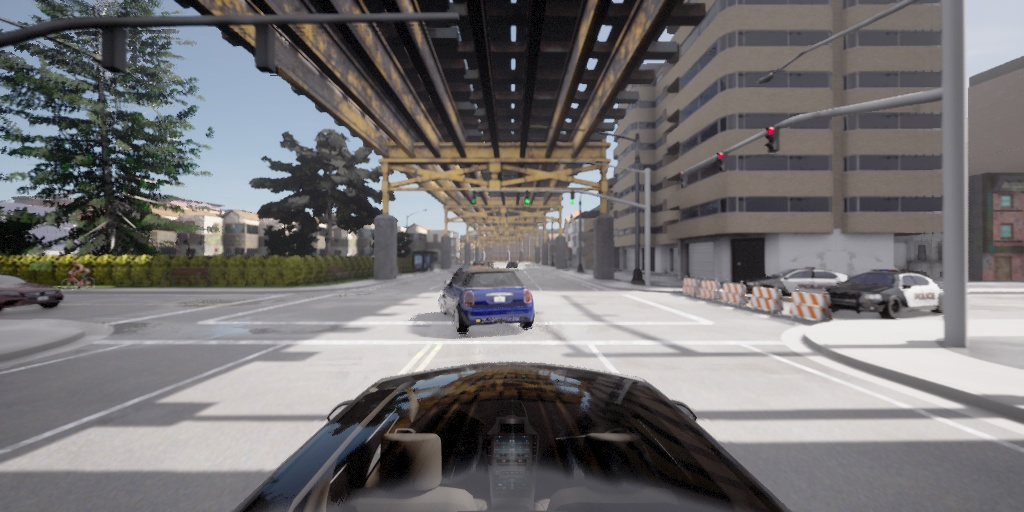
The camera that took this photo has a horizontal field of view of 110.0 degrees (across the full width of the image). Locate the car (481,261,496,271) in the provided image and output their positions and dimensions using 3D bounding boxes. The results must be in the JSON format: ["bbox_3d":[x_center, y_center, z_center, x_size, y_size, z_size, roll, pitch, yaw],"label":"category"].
[{"bbox_3d":[-3.513,1.517,54.294,1.837,1.490,4.892,0,-1,0],"label":"car"}]

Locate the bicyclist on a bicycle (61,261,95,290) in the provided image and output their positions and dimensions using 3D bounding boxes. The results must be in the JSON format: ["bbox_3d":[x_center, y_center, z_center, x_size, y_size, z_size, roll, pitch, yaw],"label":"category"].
[{"bbox_3d":[-25.267,1.142,20.895,0.582,1.620,1.656,0,0,0],"label":"bicyclist on a bicycle"}]

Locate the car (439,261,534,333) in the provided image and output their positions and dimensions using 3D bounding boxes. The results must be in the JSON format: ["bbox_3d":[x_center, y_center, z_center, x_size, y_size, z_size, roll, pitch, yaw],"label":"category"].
[{"bbox_3d":[-0.960,1.146,11.276,2.097,1.767,4.553,0,0,-17],"label":"car"}]

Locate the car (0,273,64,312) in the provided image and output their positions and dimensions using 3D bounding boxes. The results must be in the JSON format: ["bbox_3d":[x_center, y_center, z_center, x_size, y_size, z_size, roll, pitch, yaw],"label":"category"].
[{"bbox_3d":[-19.861,1.330,13.407,4.674,1.442,1.812,0,0,0],"label":"car"}]

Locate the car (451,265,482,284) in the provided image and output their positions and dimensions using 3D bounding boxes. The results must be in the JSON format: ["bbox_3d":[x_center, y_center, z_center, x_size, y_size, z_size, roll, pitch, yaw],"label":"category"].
[{"bbox_3d":[-3.625,1.479,29.414,1.895,1.301,4.718,0,0,1],"label":"car"}]

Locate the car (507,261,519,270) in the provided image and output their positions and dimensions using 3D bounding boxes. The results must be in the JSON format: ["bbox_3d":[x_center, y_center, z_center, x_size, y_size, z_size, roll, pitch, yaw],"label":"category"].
[{"bbox_3d":[0.090,1.519,58.872,1.837,1.490,4.892,0,0,0],"label":"car"}]
